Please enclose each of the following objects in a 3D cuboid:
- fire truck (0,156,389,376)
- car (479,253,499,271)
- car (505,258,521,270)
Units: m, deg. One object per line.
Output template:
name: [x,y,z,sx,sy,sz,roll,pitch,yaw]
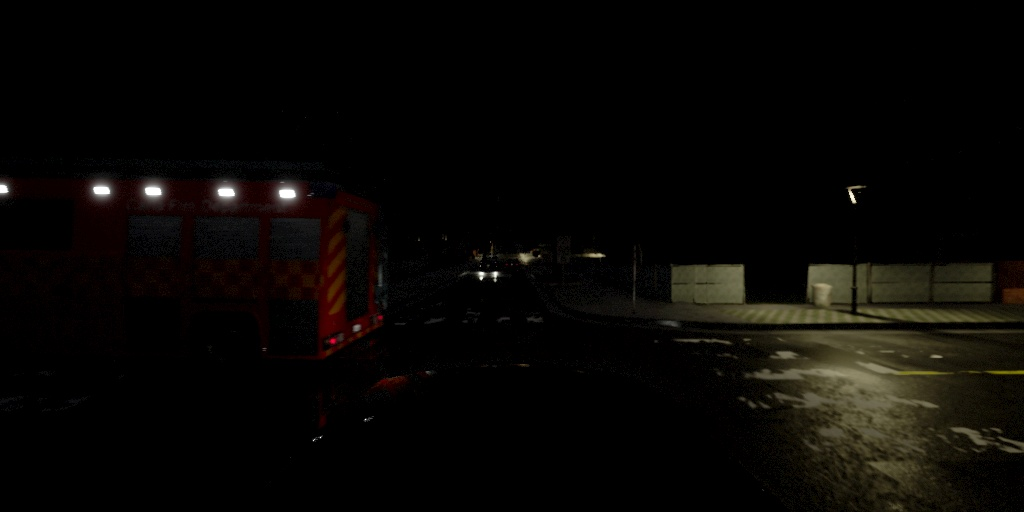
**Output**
fire truck: [-7.217,0.128,7.365,8.468,3.827,2.891,1,1,0]
car: [-2.735,0.690,43.975,2.150,2.045,5.566,0,1,0]
car: [0.119,1.003,44.766,2.033,1.411,5.357,0,1,3]
